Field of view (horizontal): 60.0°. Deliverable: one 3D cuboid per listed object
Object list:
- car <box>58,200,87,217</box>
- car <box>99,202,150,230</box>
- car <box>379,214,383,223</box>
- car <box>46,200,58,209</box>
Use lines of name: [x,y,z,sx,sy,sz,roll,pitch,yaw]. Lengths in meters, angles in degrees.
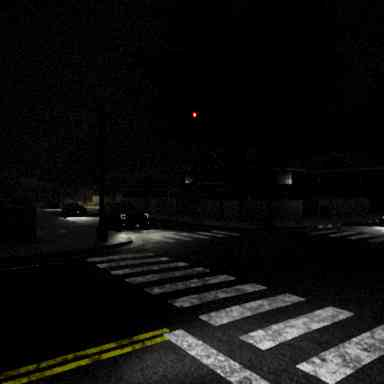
car: [-12.175,1.823,34.292,1.994,1.385,4.181,0,0,-31]
car: [-4.590,1.515,22.355,2.097,1.767,4.553,0,0,-34]
car: [14.533,1.499,22.021,5.357,1.411,2.033,0,0,-35]
car: [-22.219,1.954,53.130,2.033,1.411,5.357,0,0,-26]
